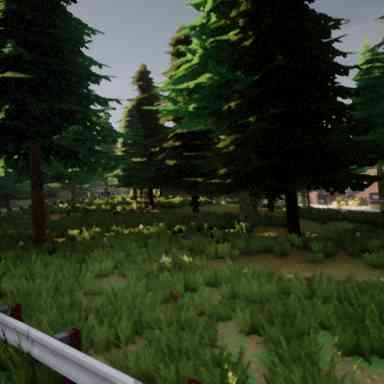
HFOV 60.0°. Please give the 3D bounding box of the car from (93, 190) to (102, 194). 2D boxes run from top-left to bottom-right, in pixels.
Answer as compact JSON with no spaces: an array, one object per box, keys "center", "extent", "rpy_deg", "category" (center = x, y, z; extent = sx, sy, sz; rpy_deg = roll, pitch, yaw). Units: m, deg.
[{"center":[-17.855,0.321,64.937],"extent":[2.128,1.511,4.902],"rpy_deg":[-5,1,9],"category":"car"}]
